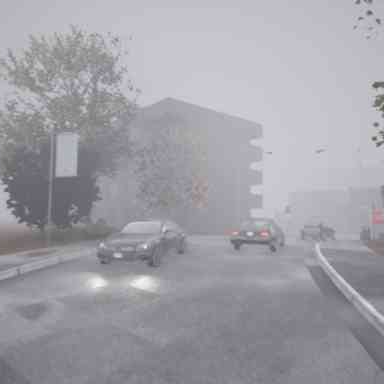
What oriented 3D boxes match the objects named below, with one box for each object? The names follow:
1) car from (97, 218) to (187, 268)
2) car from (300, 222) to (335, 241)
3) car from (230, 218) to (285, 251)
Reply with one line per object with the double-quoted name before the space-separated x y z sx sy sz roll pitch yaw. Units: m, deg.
"car" -1.516 1.655 11.832 1.812 1.442 4.674 -1 -2 16
"car" 10.962 3.399 28.835 2.128 1.511 4.902 -3 -8 38
"car" 3.242 1.931 15.735 2.033 1.411 5.357 -1 -5 21
